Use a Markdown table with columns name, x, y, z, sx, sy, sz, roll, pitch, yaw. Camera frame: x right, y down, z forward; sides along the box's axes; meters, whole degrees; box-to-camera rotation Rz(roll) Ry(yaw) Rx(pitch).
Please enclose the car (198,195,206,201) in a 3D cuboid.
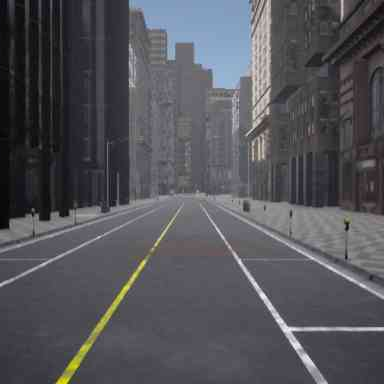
| name | x | y | z | sx | sy | sz | roll | pitch | yaw |
| --- | --- | --- | --- | --- | --- | --- | --- | --- | --- |
| car | 2.350 | 1.438 | 80.239 | 1.801 | 1.575 | 5.366 | 0 | 0 | 0 |
